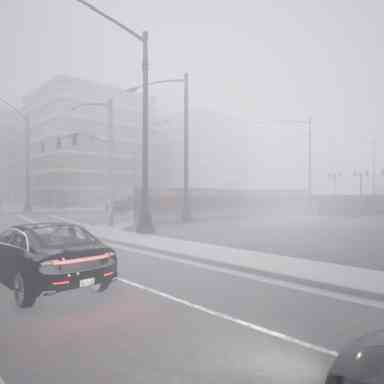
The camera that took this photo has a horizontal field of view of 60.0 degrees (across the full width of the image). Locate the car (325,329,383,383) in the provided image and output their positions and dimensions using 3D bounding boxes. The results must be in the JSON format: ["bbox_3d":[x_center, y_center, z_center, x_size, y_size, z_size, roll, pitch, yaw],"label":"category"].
[{"bbox_3d":[3.202,1.505,1.581,4.892,1.490,1.837,0,0,38],"label":"car"}]

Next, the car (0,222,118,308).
[{"bbox_3d":[-3.644,1.492,8.035,2.128,1.511,4.902,0,0,-43],"label":"car"}]

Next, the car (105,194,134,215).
[{"bbox_3d":[-6.298,1.221,34.992,5.566,2.045,2.150,0,0,-44],"label":"car"}]
